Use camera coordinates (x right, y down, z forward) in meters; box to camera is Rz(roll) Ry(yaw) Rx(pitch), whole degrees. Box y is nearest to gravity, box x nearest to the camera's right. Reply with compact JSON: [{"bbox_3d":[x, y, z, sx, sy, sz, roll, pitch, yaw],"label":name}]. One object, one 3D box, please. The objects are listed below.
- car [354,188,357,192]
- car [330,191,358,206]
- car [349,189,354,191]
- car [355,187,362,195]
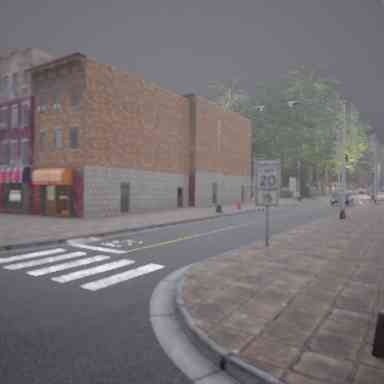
[{"bbox_3d":[35.195,0.171,74.945,1.947,1.339,4.313,2,2,33],"label":"car"},{"bbox_3d":[17.030,0.873,37.538,1.895,1.301,4.718,1,1,34],"label":"car"},{"bbox_3d":[32.212,0.232,70.384,2.008,1.369,4.403,2,2,33],"label":"car"},{"bbox_3d":[41.161,0.044,84.067,1.802,1.307,4.206,2,2,33],"label":"car"}]
